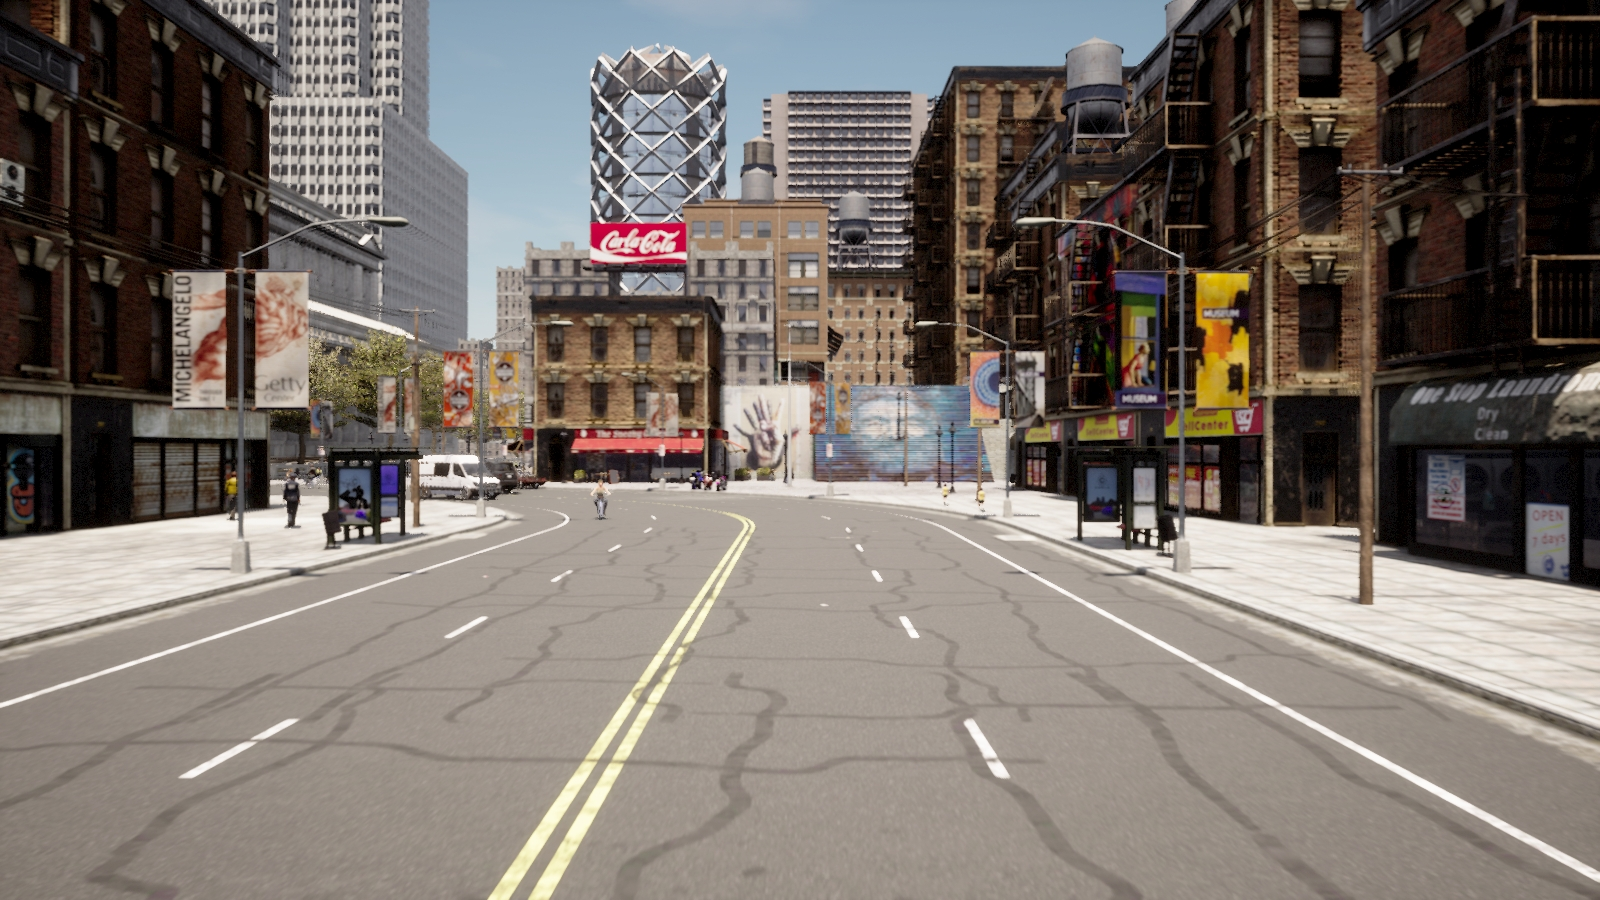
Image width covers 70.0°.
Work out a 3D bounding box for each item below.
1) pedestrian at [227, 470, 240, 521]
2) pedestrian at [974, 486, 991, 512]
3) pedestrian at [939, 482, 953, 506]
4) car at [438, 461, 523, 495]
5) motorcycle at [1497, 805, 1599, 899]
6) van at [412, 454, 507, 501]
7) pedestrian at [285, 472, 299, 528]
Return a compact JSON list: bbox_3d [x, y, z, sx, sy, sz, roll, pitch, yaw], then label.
[{"bbox_3d":[-21.222,1.696,42.797,0.375,1.860,0.375,0,0,-21],"label":"pedestrian"},{"bbox_3d":[7.759,2.076,48.577,0.500,1.100,0.500,0,0,-20],"label":"pedestrian"},{"bbox_3d":[6.934,2.076,54.277,0.500,1.100,0.500,0,0,-18],"label":"pedestrian"},{"bbox_3d":[-20.754,1.780,74.195,5.566,2.045,2.150,0,0,32],"label":"car"},{"bbox_3d":[3.495,2.182,4.130,0.856,1.236,1.805,0,0,0],"label":"motorcycle"},{"bbox_3d":[-19.386,1.535,64.902,5.915,2.561,1.988,0,0,37],"label":"van"},{"bbox_3d":[-17.222,1.696,38.739,0.375,1.860,0.375,0,0,-18],"label":"pedestrian"}]
